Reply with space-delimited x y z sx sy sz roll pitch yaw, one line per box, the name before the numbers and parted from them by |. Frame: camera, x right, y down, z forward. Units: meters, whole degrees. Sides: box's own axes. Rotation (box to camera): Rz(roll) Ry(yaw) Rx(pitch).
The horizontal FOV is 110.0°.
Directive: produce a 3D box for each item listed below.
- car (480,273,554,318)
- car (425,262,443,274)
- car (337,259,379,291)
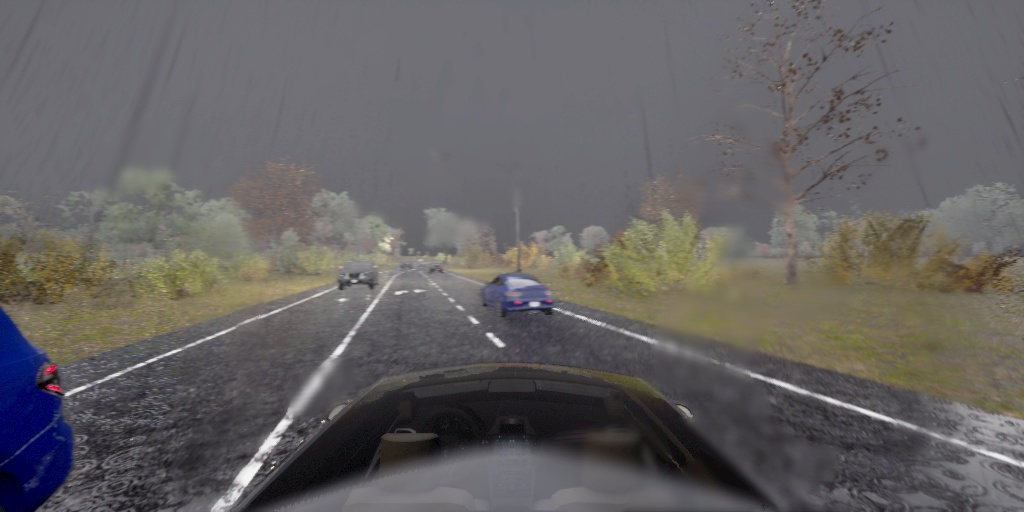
car | 0.067 1.360 13.399 1.812 1.442 4.674 0 0 -16
car | -10.930 1.692 51.047 1.837 1.490 4.892 0 0 -16
car | -10.662 1.239 25.174 2.150 2.045 5.566 0 0 -16
